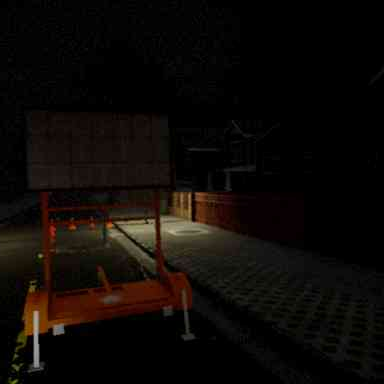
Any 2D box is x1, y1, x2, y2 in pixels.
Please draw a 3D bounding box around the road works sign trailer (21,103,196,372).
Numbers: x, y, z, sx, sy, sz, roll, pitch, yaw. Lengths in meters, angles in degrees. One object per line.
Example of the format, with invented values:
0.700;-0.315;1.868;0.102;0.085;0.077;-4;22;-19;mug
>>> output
-1.519;0.359;5.727;2.380;3.560;2.880;-2;1;-20;road works sign trailer
